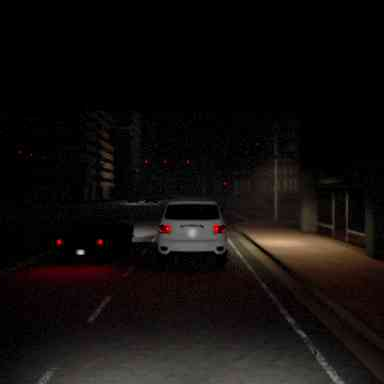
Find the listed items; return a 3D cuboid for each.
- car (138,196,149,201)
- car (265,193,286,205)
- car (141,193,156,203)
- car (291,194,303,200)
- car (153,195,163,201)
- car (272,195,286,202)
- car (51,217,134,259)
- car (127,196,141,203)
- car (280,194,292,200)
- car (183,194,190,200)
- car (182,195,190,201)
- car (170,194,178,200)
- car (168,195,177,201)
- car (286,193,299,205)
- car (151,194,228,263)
[{"bbox_3d":[-11.883,1.575,81.937,1.895,1.301,4.718,0,0,-1],"label":"car"},{"bbox_3d":[12.959,1.145,52.909,1.932,1.855,4.605,0,0,0],"label":"car"},{"bbox_3d":[-8.232,1.207,66.486,2.150,2.045,5.566,0,0,0],"label":"car"},{"bbox_3d":[27.010,1.350,85.515,1.784,1.438,3.905,0,0,0],"label":"car"},{"bbox_3d":[-8.384,1.457,82.062,1.882,1.535,5.008,0,0,-1],"label":"car"},{"bbox_3d":[18.445,1.384,70.358,1.970,1.475,3.806,0,0,0],"label":"car"},{"bbox_3d":[-3.480,1.598,12.631,1.895,1.301,4.718,0,0,0],"label":"car"},{"bbox_3d":[-11.731,1.544,66.421,1.994,1.385,4.181,0,0,0],"label":"car"},{"bbox_3d":[24.115,1.382,85.497,1.970,1.475,3.806,0,0,0],"label":"car"},{"bbox_3d":[-1.479,1.287,91.531,1.882,1.535,5.008,0,0,-1],"label":"car"},{"bbox_3d":[-1.390,1.534,82.696,1.994,1.385,4.181,0,0,-1],"label":"car"},{"bbox_3d":[-4.979,1.361,91.496,1.994,1.385,4.181,0,0,-1],"label":"car"},{"bbox_3d":[-4.897,1.534,83.343,1.994,1.385,4.181,0,0,-1],"label":"car"},{"bbox_3d":[15.853,1.148,52.874,1.905,1.878,3.866,0,0,0],"label":"car"},{"bbox_3d":[0.018,1.218,12.074,2.150,2.045,5.566,0,0,0],"label":"car"}]
